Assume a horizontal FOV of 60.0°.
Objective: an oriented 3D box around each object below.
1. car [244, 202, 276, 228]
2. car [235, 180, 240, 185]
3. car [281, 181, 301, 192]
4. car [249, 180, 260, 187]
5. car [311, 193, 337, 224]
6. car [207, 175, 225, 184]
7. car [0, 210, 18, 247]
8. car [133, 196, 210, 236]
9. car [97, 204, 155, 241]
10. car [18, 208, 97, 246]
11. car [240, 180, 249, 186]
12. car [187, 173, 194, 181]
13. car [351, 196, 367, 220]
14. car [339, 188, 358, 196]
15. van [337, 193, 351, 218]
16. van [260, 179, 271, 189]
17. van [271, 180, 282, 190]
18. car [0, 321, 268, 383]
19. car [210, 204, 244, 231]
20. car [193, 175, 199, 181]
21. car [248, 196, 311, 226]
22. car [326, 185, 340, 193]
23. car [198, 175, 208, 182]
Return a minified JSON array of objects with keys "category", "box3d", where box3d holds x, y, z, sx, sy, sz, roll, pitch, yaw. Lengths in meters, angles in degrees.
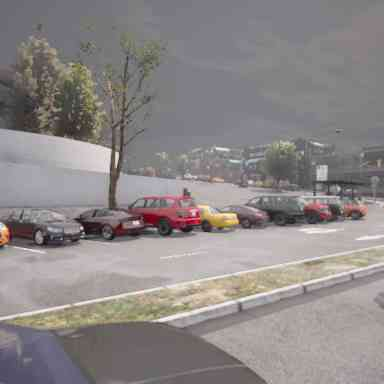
[{"category":"car","box3d":[2.798,1.574,22.199,4.674,1.452,2.002,-1,-1,35]},{"category":"car","box3d":[11.965,-2.227,79.796,2.002,1.452,4.674,7,3,35]},{"category":"car","box3d":[20.617,-0.902,67.459,2.231,1.521,4.892,7,3,35]},{"category":"car","box3d":[15.544,-1.722,75.018,1.946,1.575,5.366,7,3,35]},{"category":"car","box3d":[7.734,1.302,25.668,5.566,2.045,2.435,-1,-1,35]},{"category":"car","box3d":[6.850,-3.086,87.300,1.946,1.575,5.366,7,3,34]},{"category":"car","box3d":[-9.448,1.367,13.510,4.553,1.767,2.185,-1,-1,34]},{"category":"car","box3d":[-2.123,1.263,18.737,5.566,2.045,2.435,-1,-1,34]},{"category":"car","box3d":[-4.566,1.535,16.988,4.792,1.488,2.163,-1,-1,34]},{"category":"car","box3d":[-6.984,1.499,15.239,4.892,1.521,2.231,-1,-1,34]},{"category":"car","box3d":[13.710,-1.953,77.336,2.002,1.452,4.674,7,3,35]},{"category":"car","box3d":[1.466,-3.995,94.489,2.185,1.767,4.553,4,1,33]},{"category":"car","box3d":[12.677,1.447,29.095,4.553,1.767,2.185,-1,-1,35]},{"category":"car","box3d":[27.530,0.226,57.609,2.002,1.452,4.674,7,3,35]},{"category":"van","box3d":[10.270,1.336,27.341,4.442,1.987,1.878,-1,-1,35]},{"category":"van","box3d":[17.122,-1.674,72.288,1.878,1.987,4.442,7,3,35]},{"category":"van","box3d":[18.854,-1.401,69.819,1.878,1.987,4.442,7,3,35]},{"category":"car","box3d":[-1.876,1.546,1.791,5.357,1.411,2.033,0,0,-36]},{"category":"car","box3d":[0.194,1.523,20.567,5.366,1.575,1.946,-1,-1,34]},{"category":"car","box3d":[3.199,-3.760,92.021,2.185,1.767,4.553,6,3,34]},{"category":"car","box3d":[5.223,1.292,23.960,5.566,2.045,2.435,-1,-1,35]},{"category":"car","box3d":[25.837,-0.336,60.080,2.435,2.045,5.566,7,3,35]},{"category":"car","box3d":[4.997,-3.609,89.557,2.435,2.045,5.566,7,3,34]}]
